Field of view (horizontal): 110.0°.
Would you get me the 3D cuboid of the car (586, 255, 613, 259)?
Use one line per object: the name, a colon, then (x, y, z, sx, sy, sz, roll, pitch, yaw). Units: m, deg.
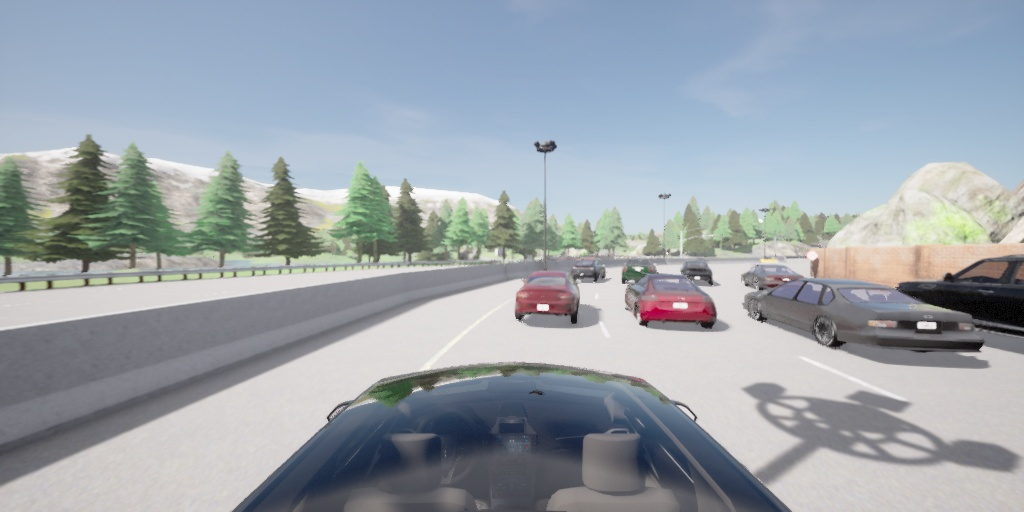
car: (14.318, 0.739, 56.943, 4.892, 1.490, 1.837, -1, 1, -44)

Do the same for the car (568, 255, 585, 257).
car: (12.013, 0.549, 59.591, 4.553, 1.767, 2.097, 0, 1, -44)

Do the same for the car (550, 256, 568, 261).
car: (9.253, 0.687, 61.824, 4.674, 1.442, 1.812, 0, 1, -44)

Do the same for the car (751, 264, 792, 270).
car: (14.326, 1.171, 19.936, 2.033, 1.411, 5.357, 0, 1, 21)

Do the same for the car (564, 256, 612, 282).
car: (5.668, 1.010, 26.323, 2.128, 1.511, 4.902, 0, 1, 24)

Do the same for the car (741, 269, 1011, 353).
car: (7.808, 1.258, 8.864, 2.033, 1.411, 5.357, 0, 1, 10)

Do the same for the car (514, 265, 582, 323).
car: (1.253, 1.177, 11.721, 1.812, 1.442, 4.674, 0, 0, 11)

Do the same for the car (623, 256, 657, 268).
car: (8.932, 0.897, 25.048, 2.097, 1.767, 4.553, 1, 1, 23)

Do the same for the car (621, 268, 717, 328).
car: (4.697, 1.234, 11.194, 1.994, 1.385, 4.181, 0, 0, 11)

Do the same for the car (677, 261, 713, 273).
car: (12.464, 1.075, 24.422, 1.837, 1.490, 4.892, 0, 1, 24)

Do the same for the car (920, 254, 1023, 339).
car: (11.090, 0.964, 7.367, 2.150, 2.045, 5.566, 0, 1, 9)
